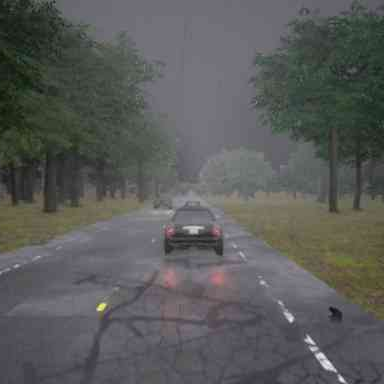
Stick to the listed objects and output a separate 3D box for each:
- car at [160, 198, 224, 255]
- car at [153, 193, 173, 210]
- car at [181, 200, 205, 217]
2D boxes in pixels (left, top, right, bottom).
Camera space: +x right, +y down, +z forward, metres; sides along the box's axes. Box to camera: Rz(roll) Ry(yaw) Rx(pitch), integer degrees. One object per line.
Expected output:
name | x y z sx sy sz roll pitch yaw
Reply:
car | 0.090 1.328 13.396 2.097 1.767 4.553 0 1 1
car | -3.606 1.157 42.437 2.150 2.045 5.566 0 0 0
car | 0.086 1.500 30.686 1.994 1.385 4.181 0 0 0
